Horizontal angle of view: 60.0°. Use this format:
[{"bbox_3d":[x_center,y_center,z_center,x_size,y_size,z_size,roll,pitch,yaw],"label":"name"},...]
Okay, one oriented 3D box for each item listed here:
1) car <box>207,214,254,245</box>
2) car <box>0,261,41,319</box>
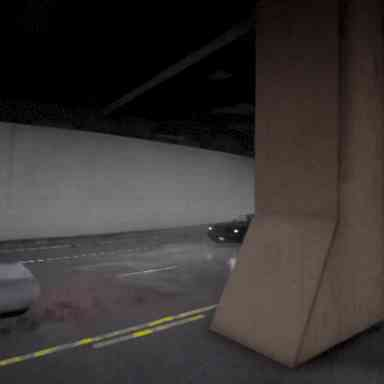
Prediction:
[{"bbox_3d":[2.856,1.735,15.929,4.718,1.301,1.895,1,-1,-45],"label":"car"},{"bbox_3d":[-4.930,1.598,4.879,4.718,1.301,1.895,1,0,-36],"label":"car"}]
